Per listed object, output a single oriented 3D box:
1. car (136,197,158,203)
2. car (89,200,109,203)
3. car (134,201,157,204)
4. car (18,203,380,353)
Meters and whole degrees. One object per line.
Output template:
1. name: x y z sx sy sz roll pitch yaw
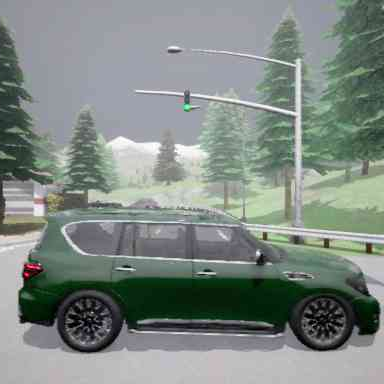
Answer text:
1. car: -4.680 1.352 33.976 2.097 1.767 4.553 0 0 -19
2. car: -11.223 1.608 41.741 4.718 1.301 1.895 0 0 14
3. car: -3.886 1.564 24.182 1.994 1.385 4.181 0 0 -2
4. car: 0.087 1.342 5.682 5.566 2.045 2.150 1 0 -1
